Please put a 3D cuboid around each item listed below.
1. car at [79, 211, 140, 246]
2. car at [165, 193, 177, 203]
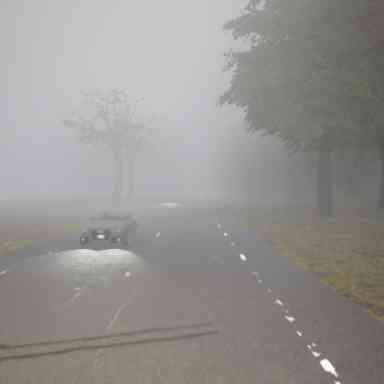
[{"bbox_3d":[-3.595,1.550,15.102,1.994,1.385,4.181,0,0,0],"label":"car"},{"bbox_3d":[-3.531,1.002,57.367,2.128,1.511,4.902,0,1,1],"label":"car"}]
